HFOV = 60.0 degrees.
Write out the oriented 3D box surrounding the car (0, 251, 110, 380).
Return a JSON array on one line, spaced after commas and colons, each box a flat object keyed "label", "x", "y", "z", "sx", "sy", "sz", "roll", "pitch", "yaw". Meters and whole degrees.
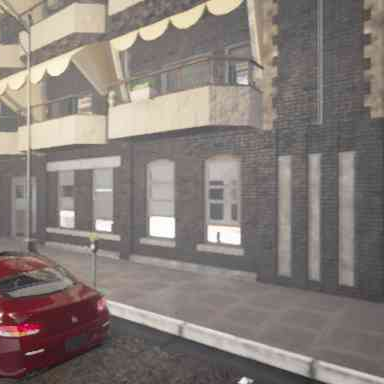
[{"label": "car", "x": -3.012, "y": 1.576, "z": 5.025, "sx": 4.206, "sy": 1.307, "sz": 1.802, "roll": 0, "pitch": 0, "yaw": 35}]
